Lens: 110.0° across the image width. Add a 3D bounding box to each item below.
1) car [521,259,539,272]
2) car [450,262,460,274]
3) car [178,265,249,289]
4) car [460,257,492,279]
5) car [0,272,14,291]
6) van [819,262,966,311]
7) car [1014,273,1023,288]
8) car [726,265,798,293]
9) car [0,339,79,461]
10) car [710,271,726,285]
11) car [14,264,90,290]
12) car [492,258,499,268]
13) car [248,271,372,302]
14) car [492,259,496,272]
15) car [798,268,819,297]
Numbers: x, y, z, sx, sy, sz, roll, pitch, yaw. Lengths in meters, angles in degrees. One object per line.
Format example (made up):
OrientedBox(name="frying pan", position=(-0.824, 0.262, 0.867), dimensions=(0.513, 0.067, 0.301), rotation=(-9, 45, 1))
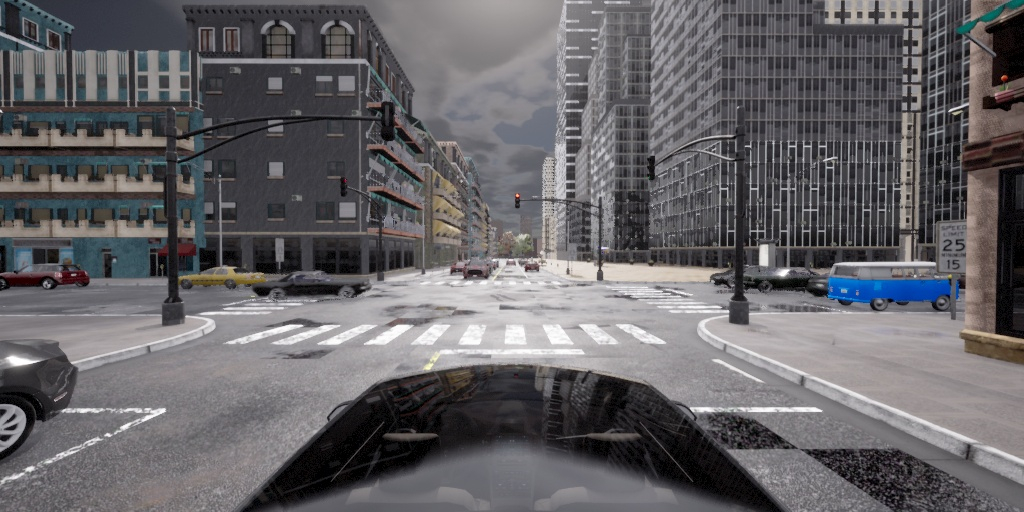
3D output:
OrientedBox(name="car", position=(2.526, 1.289, 45.920), dimensions=(1.888, 1.381, 4.507), rotation=(0, 0, 0))
OrientedBox(name="car", position=(-5.804, 1.289, 40.189), dimensions=(1.888, 1.381, 4.507), rotation=(0, 0, 0))
OrientedBox(name="car", position=(-17.941, 1.246, 22.069), dimensions=(4.829, 1.417, 1.751), rotation=(0, 0, 0))
OrientedBox(name="car", position=(-3.166, 1.096, 32.472), dimensions=(2.097, 1.767, 4.553), rotation=(0, 0, -1))
OrientedBox(name="car", position=(-26.952, 1.055, 16.222), dimensions=(5.566, 2.045, 2.150), rotation=(0, 1, 0))
OrientedBox(name="van", position=(14.655, 1.116, 13.840), dimensions=(3.998, 1.789, 1.690), rotation=(0, 0, 0))
OrientedBox(name="car", position=(24.591, 1.217, 19.663), dimensions=(5.357, 1.411, 2.033), rotation=(0, 1, 0))
OrientedBox(name="car", position=(14.804, 1.289, 19.622), dimensions=(4.718, 1.301, 1.895), rotation=(0, 1, 0))
OrientedBox(name="car", position=(-5.690, 1.300, 2.123), dimensions=(2.007, 1.370, 4.403), rotation=(0, 0, 0))
OrientedBox(name="car", position=(14.617, 1.215, 22.220), dimensions=(4.313, 1.339, 1.948), rotation=(0, 0, 0))
OrientedBox(name="car", position=(-28.839, 1.189, 22.018), dimensions=(4.097, 1.591, 1.967), rotation=(0, 0, 0))
OrientedBox(name="car", position=(-3.241, 1.345, 51.564), dimensions=(1.895, 1.301, 4.718), rotation=(0, 0, 0))
OrientedBox(name="car", position=(-9.244, 1.378, 16.997), dimensions=(4.718, 1.301, 1.895), rotation=(0, 1, -10))
OrientedBox(name="car", position=(-3.214, 1.344, 41.501), dimensions=(1.895, 1.301, 4.718), rotation=(0, 0, 0))
OrientedBox(name="car", position=(16.107, 1.298, 16.425), dimensions=(4.181, 1.385, 1.994), rotation=(0, 1, 0))
